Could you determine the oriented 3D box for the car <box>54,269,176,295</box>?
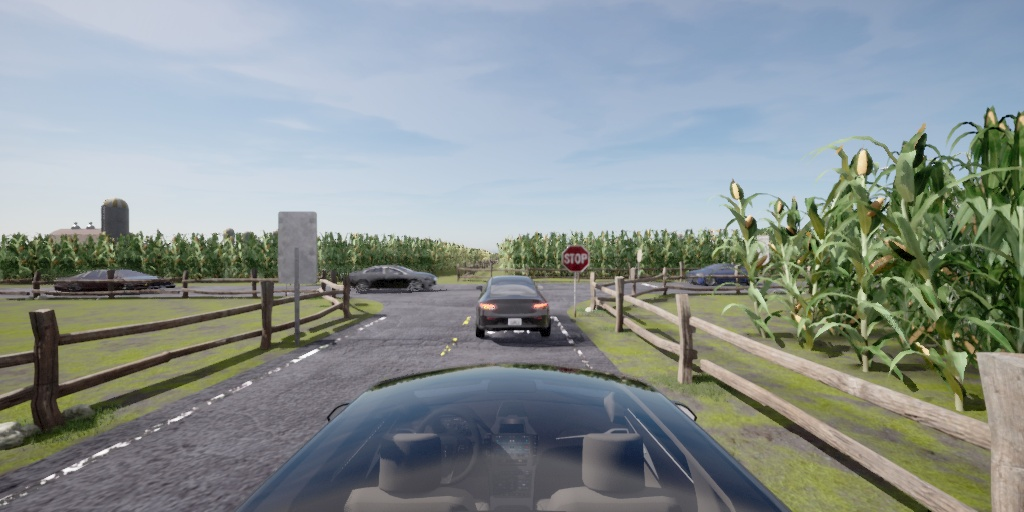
[{"bbox_3d":[-22.574,1.467,20.484,5.357,1.411,2.033,0,0,0],"label":"car"}]

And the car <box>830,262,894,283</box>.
[{"bbox_3d":[23.563,1.069,23.351,4.892,1.490,1.837,0,0,0],"label":"car"}]

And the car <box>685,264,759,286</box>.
[{"bbox_3d":[13.627,1.193,23.376,4.181,1.385,1.994,0,0,0],"label":"car"}]

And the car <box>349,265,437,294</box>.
[{"bbox_3d":[-6.768,1.280,20.458,4.902,1.511,2.128,-1,0,0],"label":"car"}]

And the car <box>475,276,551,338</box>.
[{"bbox_3d":[-0.041,1.273,10.132,1.812,1.442,4.674,0,0,-3],"label":"car"}]
